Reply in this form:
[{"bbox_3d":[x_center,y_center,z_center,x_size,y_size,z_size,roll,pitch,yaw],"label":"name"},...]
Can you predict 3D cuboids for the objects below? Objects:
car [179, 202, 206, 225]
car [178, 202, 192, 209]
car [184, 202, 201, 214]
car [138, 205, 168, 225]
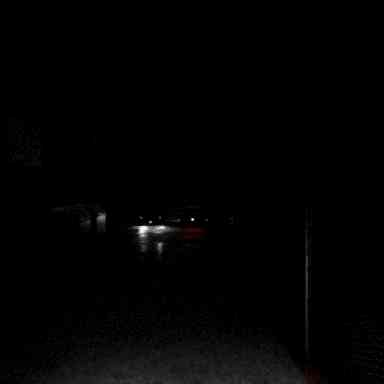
[{"bbox_3d":[0.036,1.701,25.709,1.837,1.490,4.892,0,-1,0],"label":"car"},{"bbox_3d":[-1.372,2.693,67.697,2.033,1.411,5.357,0,-2,6],"label":"car"},{"bbox_3d":[0.097,2.005,43.018,2.128,1.511,4.902,0,-1,1],"label":"car"},{"bbox_3d":[-2.911,1.747,25.952,2.033,1.411,5.357,0,-1,0],"label":"car"}]
